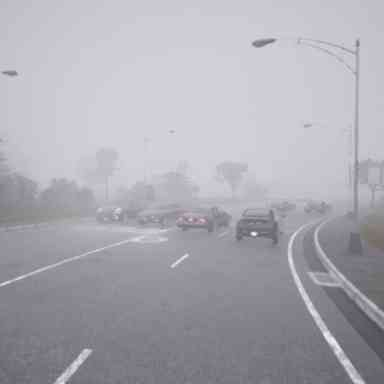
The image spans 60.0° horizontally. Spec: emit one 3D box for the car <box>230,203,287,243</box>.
[{"bbox_3d":[3.416,1.503,16.326,1.837,1.490,4.892,0,0,19],"label":"car"}]

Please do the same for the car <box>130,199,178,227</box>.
[{"bbox_3d":[-1.886,1.429,22.464,1.837,1.490,4.892,0,0,23],"label":"car"}]

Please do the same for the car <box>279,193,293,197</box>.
[{"bbox_3d":[17.207,0.930,60.415,2.097,1.767,4.553,1,2,34],"label":"car"}]

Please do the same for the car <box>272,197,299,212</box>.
[{"bbox_3d":[9.701,1.565,35.871,1.895,1.301,4.718,1,1,32],"label":"car"}]

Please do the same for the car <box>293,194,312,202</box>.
[{"bbox_3d":[19.430,1.177,57.459,1.812,1.442,4.674,1,2,34],"label":"car"}]

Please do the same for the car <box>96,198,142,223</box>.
[{"bbox_3d":[-4.881,1.238,24.270,2.097,1.767,4.553,1,0,24],"label":"car"}]

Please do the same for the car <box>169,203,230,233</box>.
[{"bbox_3d":[0.879,1.511,19.707,2.033,1.411,5.357,1,0,22],"label":"car"}]

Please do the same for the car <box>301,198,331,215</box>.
[{"bbox_3d":[13.409,1.610,35.184,1.895,1.301,4.718,1,1,33],"label":"car"}]
